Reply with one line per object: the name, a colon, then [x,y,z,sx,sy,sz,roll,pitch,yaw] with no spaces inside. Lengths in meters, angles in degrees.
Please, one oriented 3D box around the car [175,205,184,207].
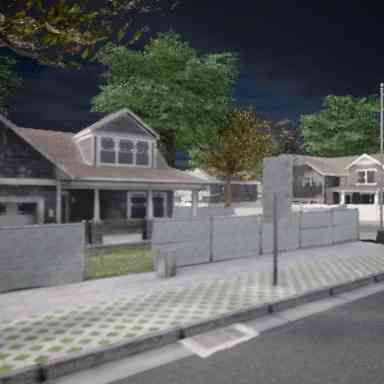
car: [-1.828,2.270,40.556,1.812,1.442,4.674,0,-1,-36]
